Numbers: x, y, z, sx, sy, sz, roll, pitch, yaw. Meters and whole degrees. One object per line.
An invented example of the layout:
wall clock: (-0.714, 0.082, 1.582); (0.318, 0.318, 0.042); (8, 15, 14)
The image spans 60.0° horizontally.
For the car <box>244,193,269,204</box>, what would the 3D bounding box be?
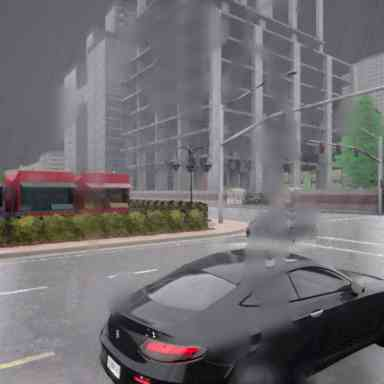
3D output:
car: (10.824, 1.114, 57.652); (1.905, 1.878, 3.866); (0, 0, -36)

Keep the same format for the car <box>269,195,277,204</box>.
car: (13.213, 1.114, 59.368); (1.905, 1.878, 3.866); (0, 0, -36)

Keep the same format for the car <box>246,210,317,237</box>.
car: (4.366, 1.565, 15.884); (1.994, 1.385, 4.181); (0, 0, 41)

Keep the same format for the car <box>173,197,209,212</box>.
car: (-0.373, 1.297, 32.786); (2.097, 1.767, 4.553); (0, 0, -36)

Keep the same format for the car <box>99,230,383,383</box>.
car: (1.114, 1.526, 4.580); (4.674, 1.442, 1.812); (0, 0, -35)
